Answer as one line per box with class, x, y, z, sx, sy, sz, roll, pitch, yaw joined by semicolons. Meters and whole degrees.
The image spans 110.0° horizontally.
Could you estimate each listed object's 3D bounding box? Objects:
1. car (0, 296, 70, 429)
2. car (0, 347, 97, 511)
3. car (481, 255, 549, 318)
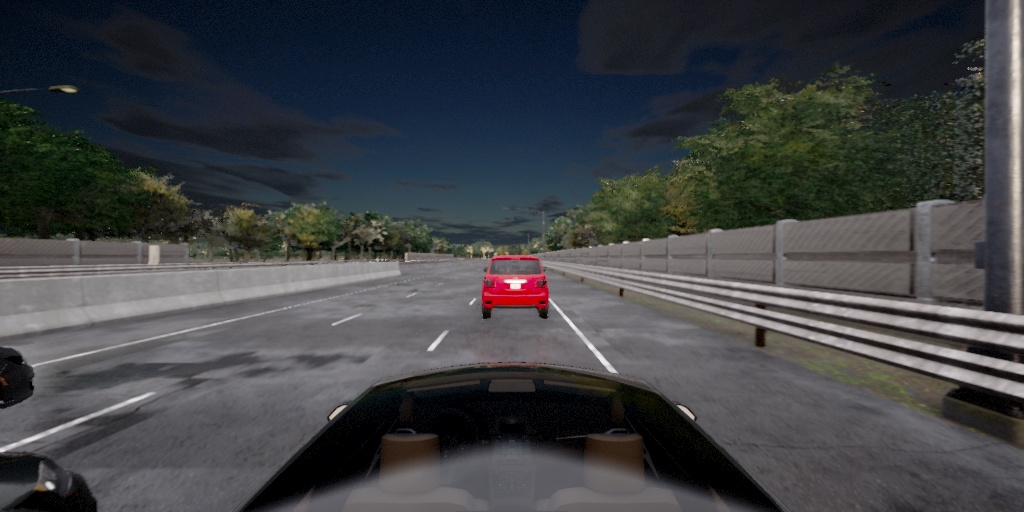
car;-6.899;1.252;2.393;1.837;1.490;4.892;0;-1;0
car;-3.400;1.313;0.297;1.994;1.385;4.181;0;0;0
car;0.102;0.995;13.276;2.150;2.045;5.566;0;0;0
